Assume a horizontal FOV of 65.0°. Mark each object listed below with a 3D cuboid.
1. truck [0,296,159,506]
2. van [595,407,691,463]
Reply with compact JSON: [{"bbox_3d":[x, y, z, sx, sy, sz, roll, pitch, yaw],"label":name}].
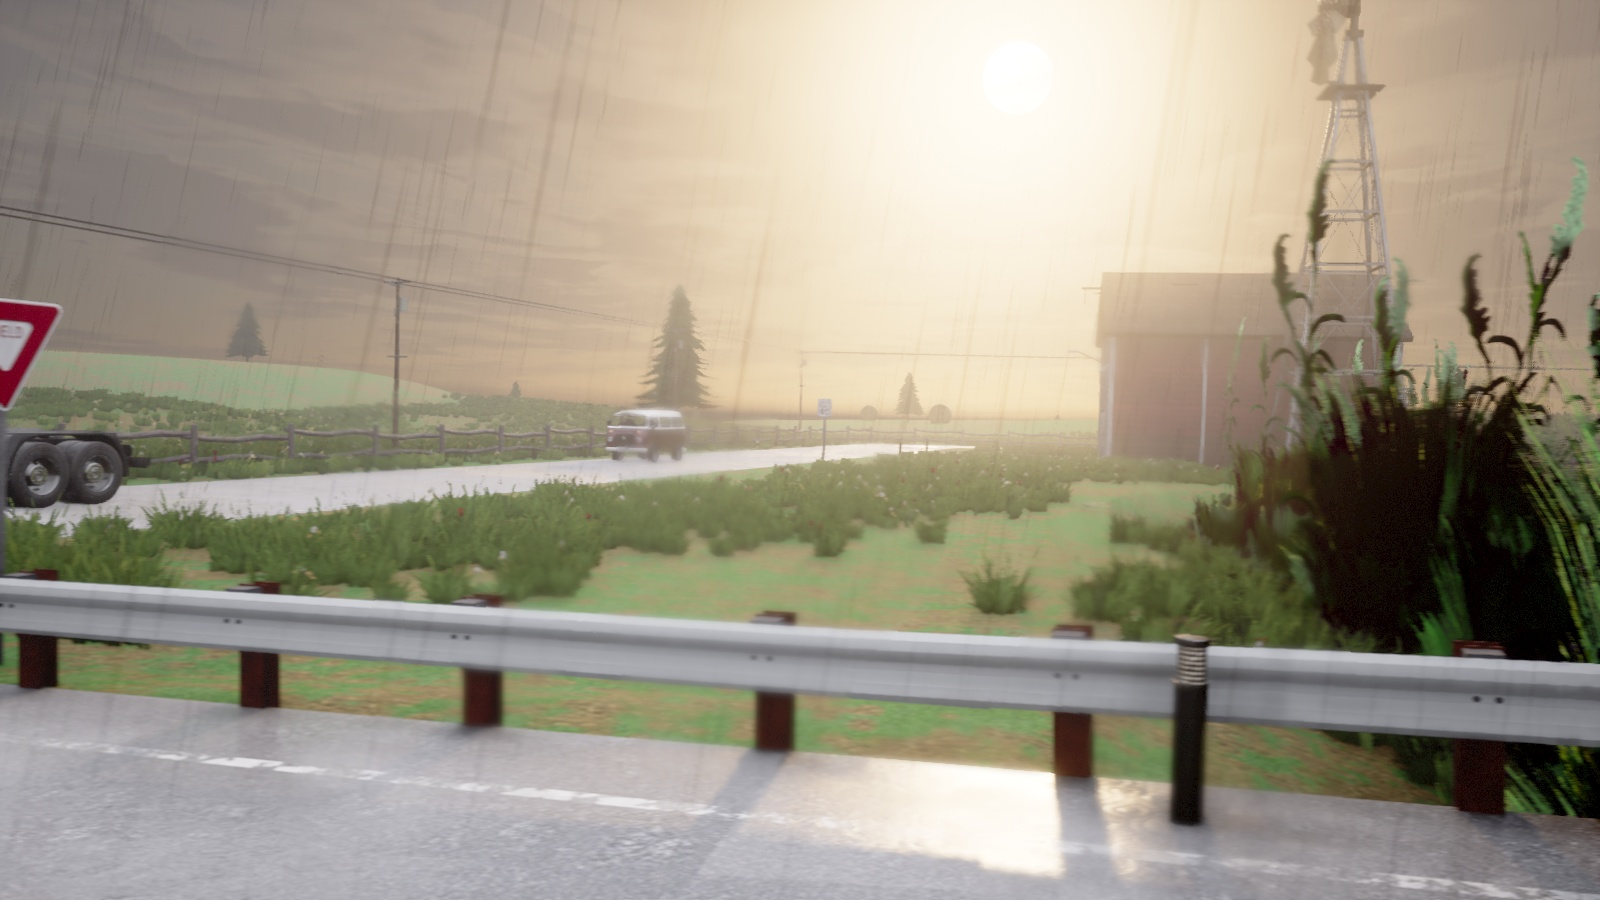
[{"bbox_3d":[-14.779,-0.849,20.520,2.891,3.462,7.936,3,2,17],"label":"truck"},{"bbox_3d":[-6.148,-0.621,49.741,2.069,2.038,4.480,3,2,16],"label":"van"}]
